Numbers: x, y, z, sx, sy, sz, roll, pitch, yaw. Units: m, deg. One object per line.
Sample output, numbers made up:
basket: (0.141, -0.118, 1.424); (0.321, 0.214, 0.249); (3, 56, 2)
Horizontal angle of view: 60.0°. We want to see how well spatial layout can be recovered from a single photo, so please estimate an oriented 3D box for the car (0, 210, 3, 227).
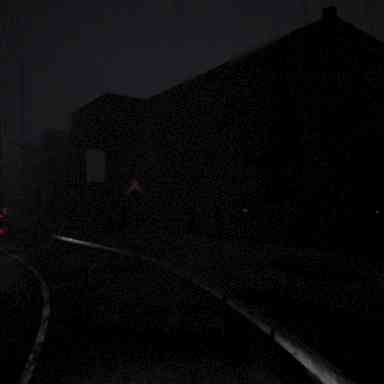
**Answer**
car: (-21.659, 2.638, 35.528); (2.150, 2.045, 5.566); (-1, 0, -37)
